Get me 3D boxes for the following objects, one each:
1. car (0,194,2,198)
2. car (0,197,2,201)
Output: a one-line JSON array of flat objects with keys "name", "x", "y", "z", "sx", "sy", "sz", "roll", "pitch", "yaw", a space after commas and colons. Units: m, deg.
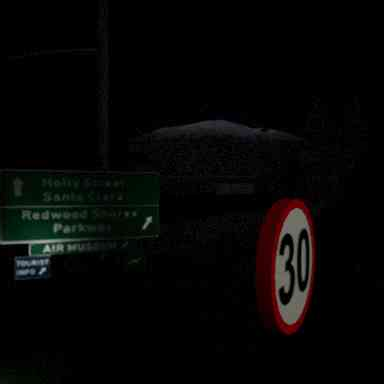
[{"name": "car", "x": -38.761, "y": 1.495, "z": 69.909, "sx": 4.514, "sy": 1.523, "sz": 2.007, "roll": 0, "pitch": 0, "yaw": 35}, {"name": "car", "x": -12.447, "y": 1.506, "z": 26.033, "sx": 1.905, "sy": 1.878, "sz": 3.866, "roll": 0, "pitch": 0, "yaw": 35}]
